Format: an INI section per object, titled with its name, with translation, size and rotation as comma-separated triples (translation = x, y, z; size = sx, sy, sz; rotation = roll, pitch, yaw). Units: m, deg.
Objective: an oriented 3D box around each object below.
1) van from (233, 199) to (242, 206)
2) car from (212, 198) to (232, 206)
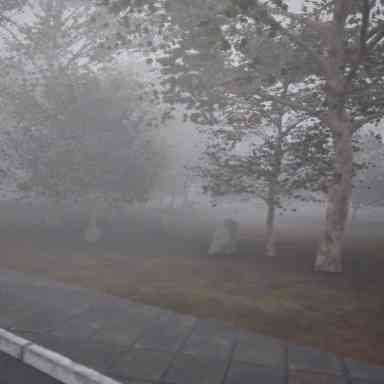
[van]
translation = 11.331, 2.837, 93.706
size = 1.878, 1.987, 4.442
rotation = 5, 1, 44
[car]
translation = 7.522, 2.571, 89.805
size = 2.435, 2.045, 5.566
rotation = 5, 1, 44
